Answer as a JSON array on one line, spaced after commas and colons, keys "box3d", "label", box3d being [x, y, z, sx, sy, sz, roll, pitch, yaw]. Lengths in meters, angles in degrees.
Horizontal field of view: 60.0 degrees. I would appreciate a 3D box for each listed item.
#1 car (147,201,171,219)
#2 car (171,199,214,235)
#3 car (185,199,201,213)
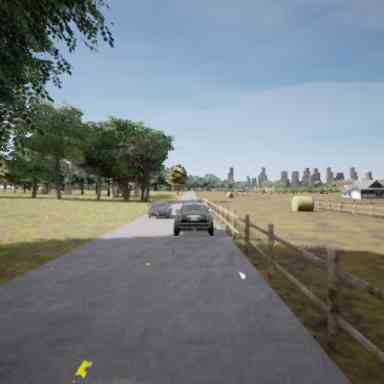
[{"box3d": [-2.828, 1.589, 29.944, 1.837, 1.490, 4.892, 0, 0, 0], "label": "car"}, {"box3d": [0.102, 1.398, 19.183, 2.097, 1.767, 4.553, 0, 0, 0], "label": "car"}, {"box3d": [0.106, 1.621, 39.204, 1.837, 1.490, 4.892, 0, 0, 0], "label": "car"}]
